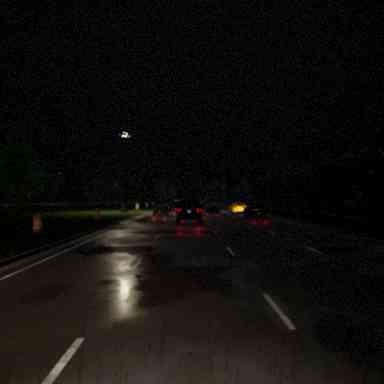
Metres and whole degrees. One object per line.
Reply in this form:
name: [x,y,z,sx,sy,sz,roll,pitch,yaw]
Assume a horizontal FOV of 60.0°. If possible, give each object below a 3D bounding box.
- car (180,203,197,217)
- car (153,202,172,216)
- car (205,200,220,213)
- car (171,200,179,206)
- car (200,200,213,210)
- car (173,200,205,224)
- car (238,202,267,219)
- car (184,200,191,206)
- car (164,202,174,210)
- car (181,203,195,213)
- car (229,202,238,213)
car: [-0.439,2.118,39.906,1.882,1.535,5.008,0,-1,-1]
car: [-3.966,2.239,42.771,1.812,1.442,4.674,0,-1,-1]
car: [2.901,2.211,47.425,1.882,1.535,5.008,0,-1,0]
car: [-4.710,3.034,90.723,1.994,1.385,4.181,0,-1,-1]
car: [2.680,2.323,62.257,2.097,1.767,4.553,0,-1,-1]
car: [-0.253,1.690,29.190,2.150,2.045,5.566,0,-1,-1]
car: [6.648,2.006,35.602,2.128,1.511,4.902,0,-1,-1]
car: [-1.203,2.924,90.187,1.882,1.535,5.008,0,-1,-1]
car: [-4.333,2.568,63.256,1.812,1.442,4.674,0,-1,-1]
car: [-0.654,2.372,50.328,1.994,1.385,4.181,0,-1,-1]
car: [6.404,2.179,47.131,1.882,1.535,5.008,0,-1,0]
